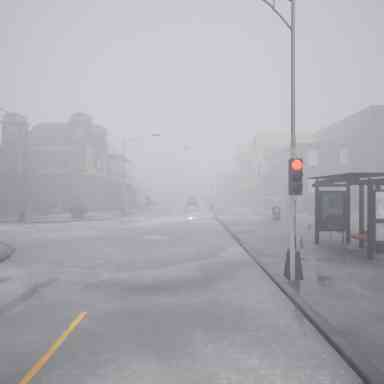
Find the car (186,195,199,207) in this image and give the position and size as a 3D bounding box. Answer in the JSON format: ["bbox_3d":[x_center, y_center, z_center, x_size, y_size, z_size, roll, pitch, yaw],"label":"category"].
[{"bbox_3d":[0.032,1.547,50.071,2.033,1.411,5.357,0,0,0],"label":"car"}]

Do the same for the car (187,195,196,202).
[{"bbox_3d":[-0.115,1.500,76.459,1.837,1.490,4.892,0,0,0],"label":"car"}]
